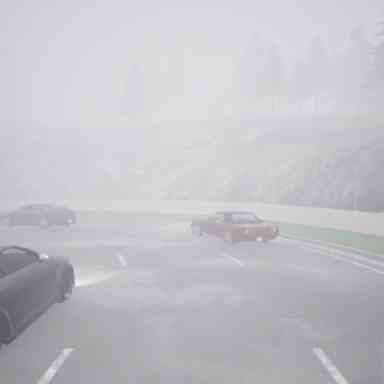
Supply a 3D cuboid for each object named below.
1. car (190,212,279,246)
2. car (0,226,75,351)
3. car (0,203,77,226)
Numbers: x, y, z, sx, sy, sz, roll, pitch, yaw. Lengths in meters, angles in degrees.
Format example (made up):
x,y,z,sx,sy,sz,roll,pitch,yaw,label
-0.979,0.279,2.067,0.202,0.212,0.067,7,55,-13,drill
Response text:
x,y,z,sx,sy,sz,roll,pitch,yaw,label
1.669,1.527,14.992,1.895,1.301,4.718,0,0,-26,car
-3.471,1.537,5.483,1.994,1.385,4.181,0,0,-2,car
-9.248,1.407,19.848,4.892,1.490,1.837,0,-2,20,car
